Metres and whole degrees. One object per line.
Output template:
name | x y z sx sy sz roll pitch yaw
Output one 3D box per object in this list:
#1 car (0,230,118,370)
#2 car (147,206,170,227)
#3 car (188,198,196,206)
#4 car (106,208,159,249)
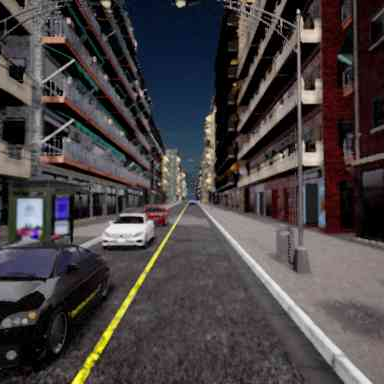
car | -2.840 1.638 5.911 1.994 1.385 4.181 0 -1 0
car | -2.818 1.814 26.147 1.882 1.535 5.008 0 -1 0
car | 0.057 2.755 82.598 1.895 1.301 4.718 0 -1 0
car | -2.835 1.724 15.745 1.812 1.442 4.674 0 -1 0
